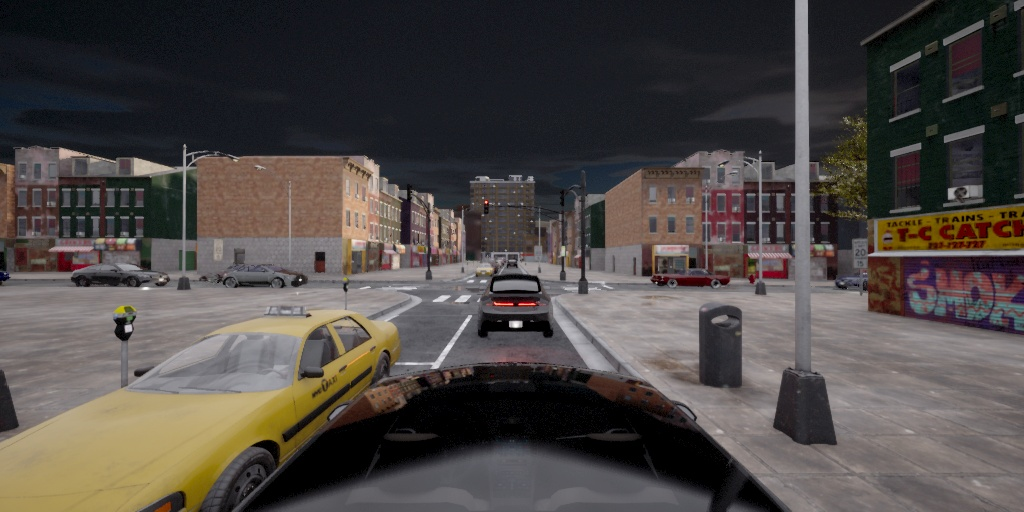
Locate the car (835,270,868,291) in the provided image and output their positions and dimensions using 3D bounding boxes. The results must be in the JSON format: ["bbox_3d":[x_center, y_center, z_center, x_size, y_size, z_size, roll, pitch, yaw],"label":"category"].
[{"bbox_3d":[24.754,1.636,24.367,4.674,1.442,1.812,1,0,-1],"label":"car"}]

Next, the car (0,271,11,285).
[{"bbox_3d":[-32.919,1.144,21.071,4.718,1.301,1.895,0,0,0],"label":"car"}]

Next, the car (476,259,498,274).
[{"bbox_3d":[-2.678,1.302,35.894,1.751,1.417,4.829,0,0,0],"label":"car"}]

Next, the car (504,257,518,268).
[{"bbox_3d":[0.026,1.312,63.864,1.882,1.535,5.008,0,0,0],"label":"car"}]

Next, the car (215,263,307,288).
[{"bbox_3d":[-14.501,1.220,21.183,4.181,1.385,1.994,0,0,0],"label":"car"}]

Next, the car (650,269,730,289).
[{"bbox_3d":[11.955,1.512,24.308,4.718,1.301,1.895,1,0,-3],"label":"car"}]

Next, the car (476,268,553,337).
[{"bbox_3d":[0.086,1.257,10.320,1.837,1.490,4.892,0,0,0],"label":"car"}]

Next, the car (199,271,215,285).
[{"bbox_3d":[-17.697,1.196,24.113,5.357,1.411,2.033,0,0,0],"label":"car"}]

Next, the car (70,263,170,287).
[{"bbox_3d":[-23.022,1.120,21.133,4.674,1.442,1.812,0,0,0],"label":"car"}]

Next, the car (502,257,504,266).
[{"bbox_3d":[-2.710,1.358,63.112,1.751,1.417,4.829,0,0,0],"label":"car"}]

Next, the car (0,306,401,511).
[{"bbox_3d":[-2.640,1.275,3.937,1.751,1.417,4.829,0,0,0],"label":"car"}]

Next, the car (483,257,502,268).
[{"bbox_3d":[-2.685,1.100,41.507,2.192,1.841,5.009,0,0,0],"label":"car"}]
